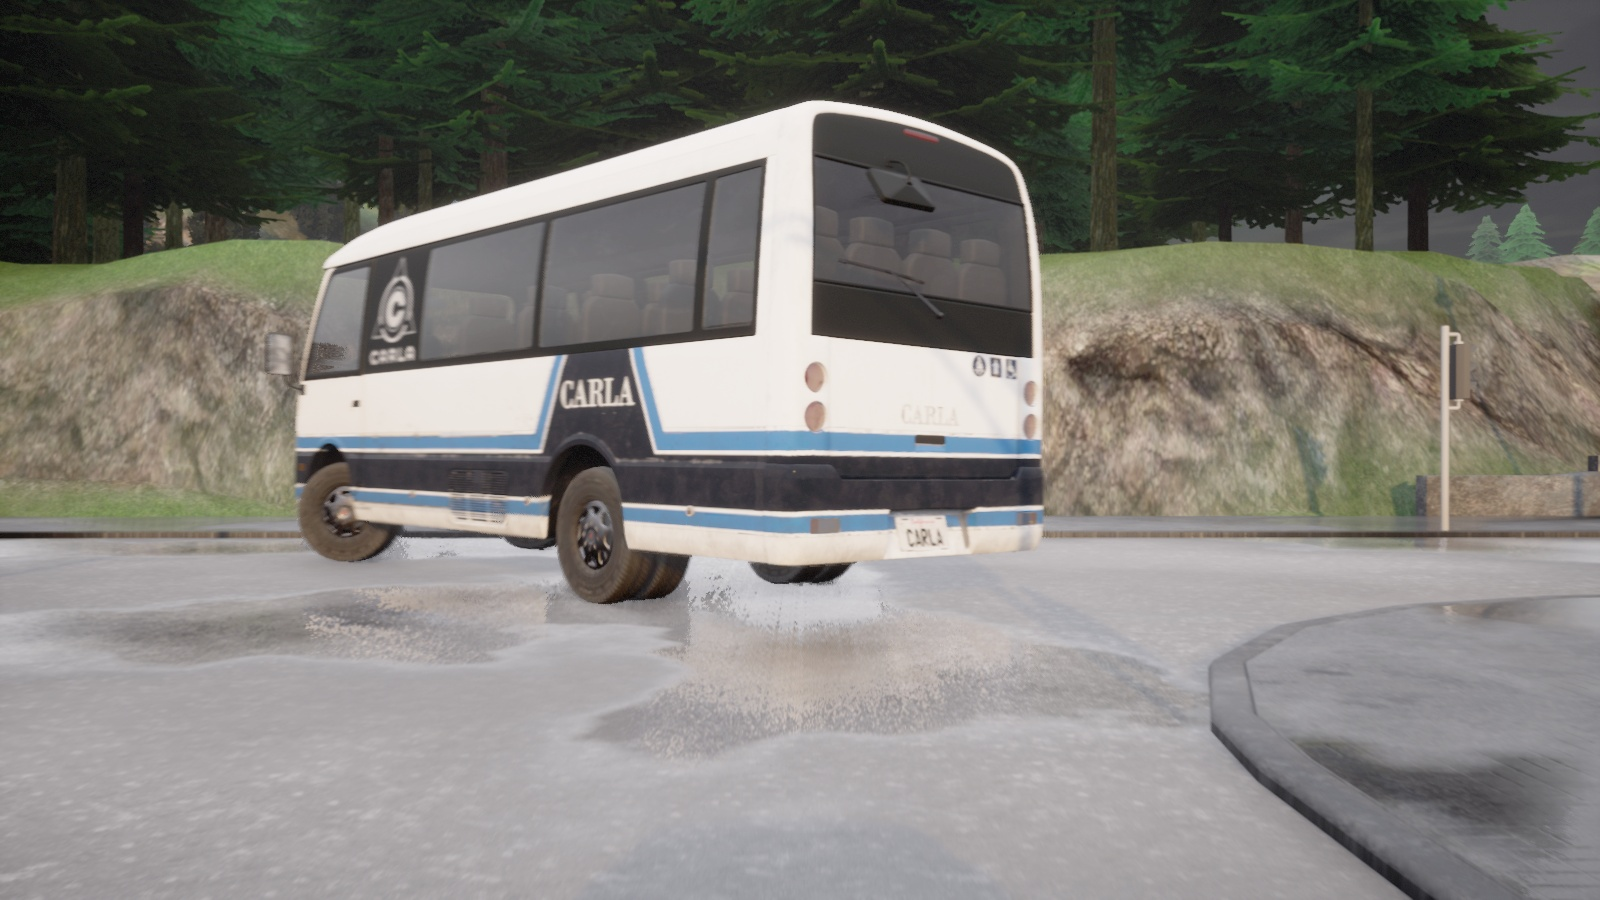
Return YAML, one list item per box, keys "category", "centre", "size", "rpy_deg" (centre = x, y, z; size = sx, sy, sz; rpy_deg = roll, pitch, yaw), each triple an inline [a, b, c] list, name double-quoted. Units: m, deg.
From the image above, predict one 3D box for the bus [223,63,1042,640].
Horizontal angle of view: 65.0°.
- category: "bus"
  centre: [-2.678, -0.714, 14.336]
  size: [3.944, 4.253, 10.273]
  rpy_deg: [1, -1, -43]
